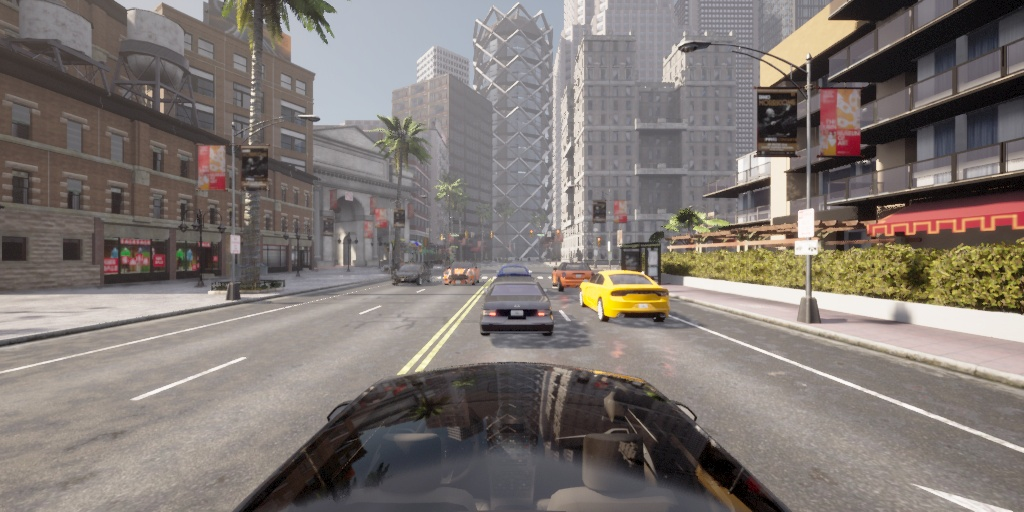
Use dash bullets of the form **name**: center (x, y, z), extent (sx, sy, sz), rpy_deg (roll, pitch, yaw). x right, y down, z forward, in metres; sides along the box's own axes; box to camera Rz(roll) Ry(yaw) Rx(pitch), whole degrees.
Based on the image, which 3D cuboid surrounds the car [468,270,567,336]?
- **car**: center (0.108, 1.297, 10.386), extent (2.033, 1.411, 5.357), rpy_deg (0, 0, 0)

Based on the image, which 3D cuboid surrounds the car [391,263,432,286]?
- **car**: center (-6.981, 1.278, 25.348), extent (1.837, 1.490, 4.892), rpy_deg (0, 0, 0)

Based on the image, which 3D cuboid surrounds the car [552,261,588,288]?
- **car**: center (3.617, 1.102, 21.572), extent (2.097, 1.767, 4.553), rpy_deg (0, 0, 0)

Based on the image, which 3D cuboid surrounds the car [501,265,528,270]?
- **car**: center (0.116, 1.228, 20.173), extent (1.882, 1.535, 5.008), rpy_deg (0, 0, 0)

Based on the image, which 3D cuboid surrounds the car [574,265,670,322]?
- **car**: center (3.614, 1.228, 12.358), extent (1.882, 1.535, 5.008), rpy_deg (0, 0, 0)

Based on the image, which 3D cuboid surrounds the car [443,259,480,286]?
- **car**: center (-3.481, 1.112, 25.444), extent (2.097, 1.767, 4.553), rpy_deg (0, 0, 0)
